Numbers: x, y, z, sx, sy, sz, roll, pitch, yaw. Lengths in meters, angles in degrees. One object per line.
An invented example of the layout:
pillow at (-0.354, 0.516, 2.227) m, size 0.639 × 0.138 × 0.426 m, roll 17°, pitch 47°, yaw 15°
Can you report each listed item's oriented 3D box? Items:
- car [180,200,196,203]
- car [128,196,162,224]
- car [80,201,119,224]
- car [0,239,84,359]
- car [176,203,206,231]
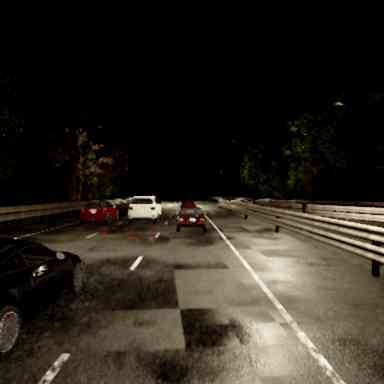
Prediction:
car at (-0.468, 1.685, 40.737) m, size 1.882 × 1.535 × 5.008 m, roll 0°, pitch 0°, yaw -2°
car at (-3.646, 1.350, 26.420) m, size 2.150 × 2.045 × 5.566 m, roll 0°, pitch 0°, yaw -1°
car at (-7.142, 1.480, 26.087) m, size 2.097 × 1.767 × 4.553 m, roll 0°, pitch 0°, yaw -1°
car at (-3.422, 1.553, 5.862) m, size 1.812 × 1.442 × 4.674 m, roll 0°, pitch 0°, yaw 0°
car at (-0.063, 1.650, 21.496) m, size 2.033 × 1.411 × 5.357 m, roll 0°, pitch 0°, yaw -1°
